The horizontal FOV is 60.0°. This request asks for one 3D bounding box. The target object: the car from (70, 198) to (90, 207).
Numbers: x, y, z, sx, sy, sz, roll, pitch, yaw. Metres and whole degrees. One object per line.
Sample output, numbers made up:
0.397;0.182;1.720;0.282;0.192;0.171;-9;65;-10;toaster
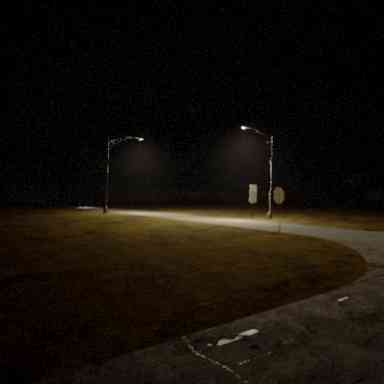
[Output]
-17.173;1.559;51.017;1.994;1.385;4.181;3;-2;-36;car
